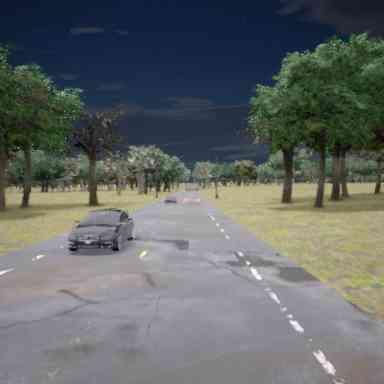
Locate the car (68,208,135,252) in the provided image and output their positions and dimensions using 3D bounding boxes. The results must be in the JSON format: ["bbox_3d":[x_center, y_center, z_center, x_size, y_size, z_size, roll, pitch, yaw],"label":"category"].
[{"bbox_3d":[-3.601,1.487,13.940,1.837,1.490,4.892,0,0,0],"label":"car"}]

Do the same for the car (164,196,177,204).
[{"bbox_3d":[-3.553,1.285,55.799,1.994,1.385,4.181,0,1,1],"label":"car"}]

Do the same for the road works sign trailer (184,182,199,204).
[{"bbox_3d":[-0.003,0.188,55.567,2.380,3.560,2.880,0,1,0],"label":"road works sign trailer"}]
